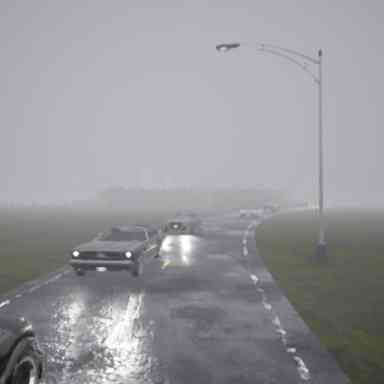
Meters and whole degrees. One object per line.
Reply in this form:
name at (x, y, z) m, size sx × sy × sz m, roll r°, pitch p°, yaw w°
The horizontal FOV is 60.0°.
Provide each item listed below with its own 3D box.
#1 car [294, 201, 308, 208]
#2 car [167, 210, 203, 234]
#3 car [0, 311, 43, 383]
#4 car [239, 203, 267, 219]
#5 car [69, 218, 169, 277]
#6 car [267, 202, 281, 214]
car at (23.308, 2.562, 70.710) m, size 2.033 × 1.411 × 5.357 m, roll 0°, pitch -1°, yaw 33°
car at (-0.557, 1.869, 21.590) m, size 1.994 × 1.385 × 4.181 m, roll 0°, pitch -1°, yaw 12°
car at (-2.654, 1.597, 1.967) m, size 1.994 × 1.385 × 4.181 m, roll 0°, pitch -1°, yaw 1°
car at (6.366, 2.102, 35.325) m, size 1.895 × 1.301 × 4.718 m, roll 0°, pitch -1°, yaw 20°
car at (-2.184, 1.759, 10.958) m, size 1.895 × 1.301 × 4.718 m, roll 0°, pitch -1°, yaw 6°
car at (10.961, 2.182, 45.908) m, size 1.837 × 1.490 × 4.892 m, roll 0°, pitch -1°, yaw 26°
